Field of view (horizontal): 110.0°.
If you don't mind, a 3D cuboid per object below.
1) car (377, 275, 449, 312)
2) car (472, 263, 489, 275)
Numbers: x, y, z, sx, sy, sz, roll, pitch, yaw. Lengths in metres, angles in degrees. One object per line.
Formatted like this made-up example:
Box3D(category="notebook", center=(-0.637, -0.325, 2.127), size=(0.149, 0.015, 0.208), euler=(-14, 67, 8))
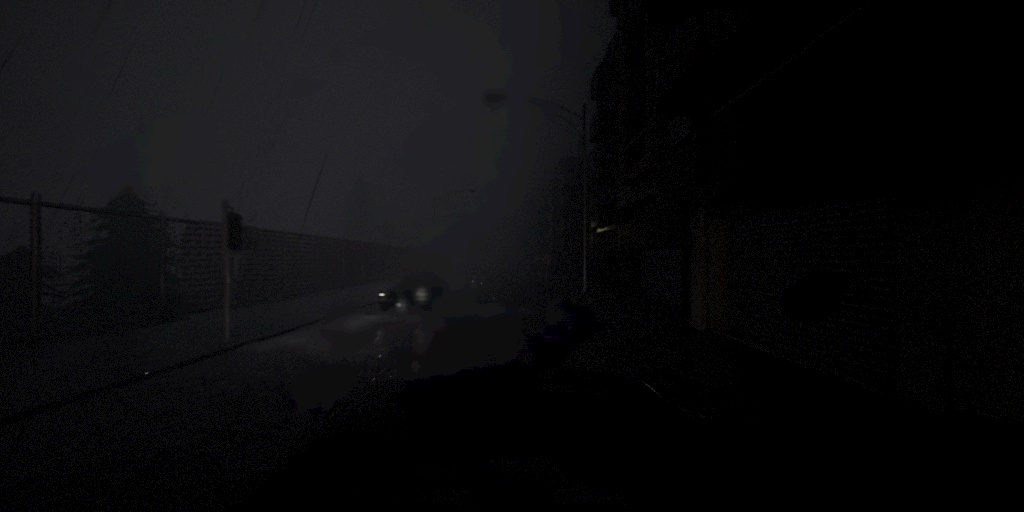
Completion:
Box3D(category="car", center=(-4.001, 1.499, 15.153), size=(1.895, 1.301, 4.718), euler=(0, 0, 0))
Box3D(category="car", center=(-3.996, 1.707, 45.685), size=(2.128, 1.511, 4.902), euler=(0, 0, 0))
